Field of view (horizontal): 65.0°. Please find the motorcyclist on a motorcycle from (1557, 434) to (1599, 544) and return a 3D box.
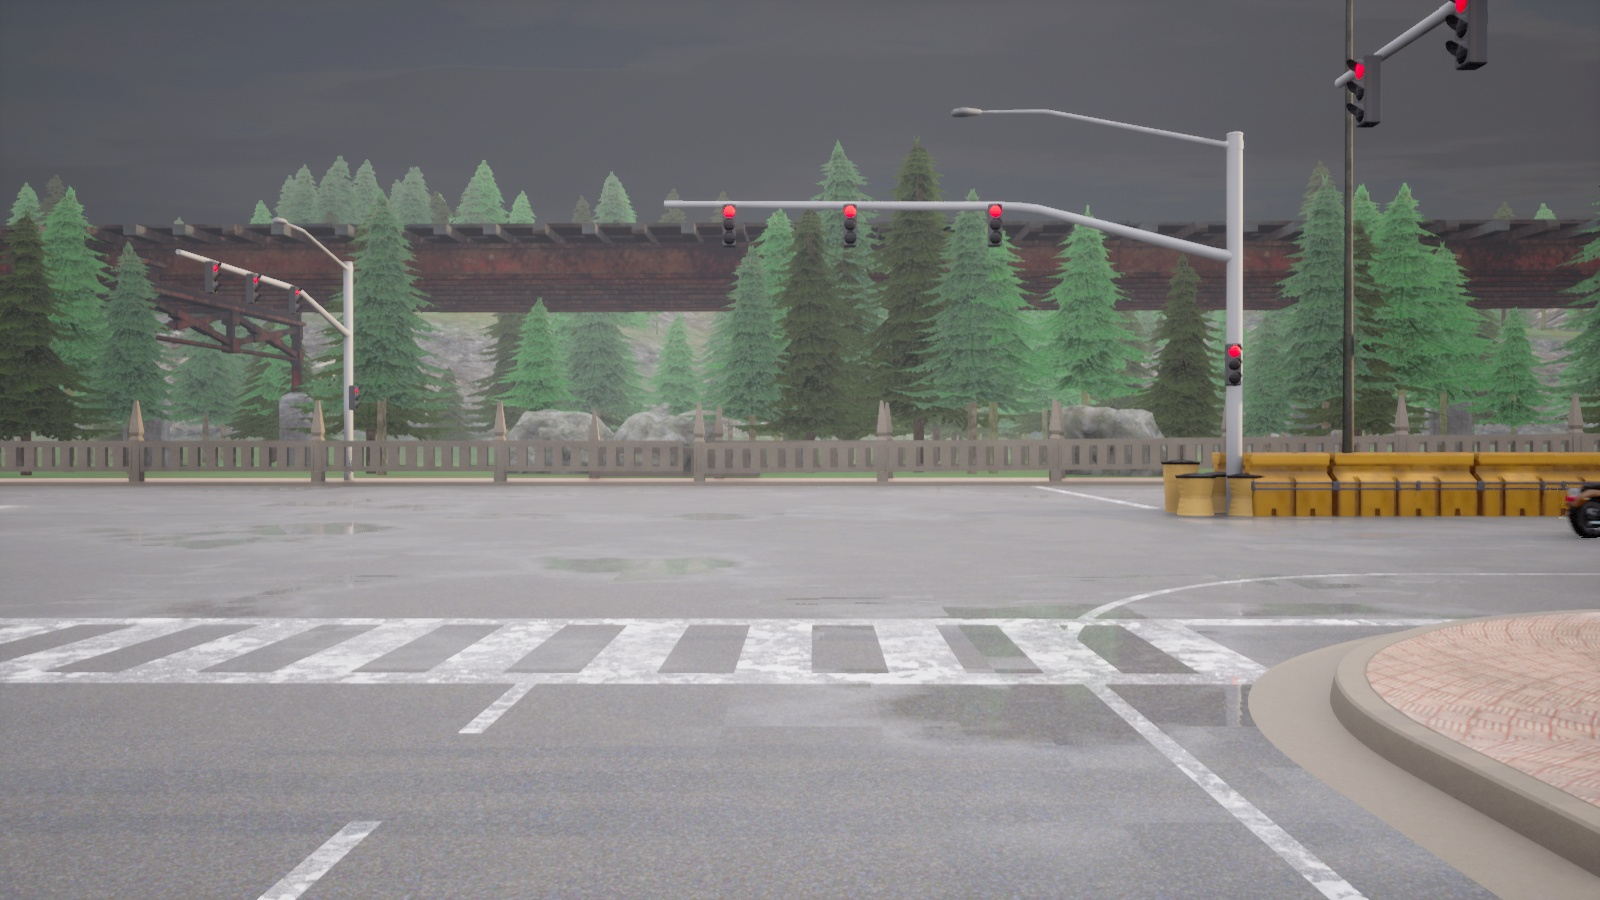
[{"bbox_3d":[13.058,0.589,19.310,2.350,1.649,0.766,0,0,1],"label":"motorcyclist on a motorcycle"}]
